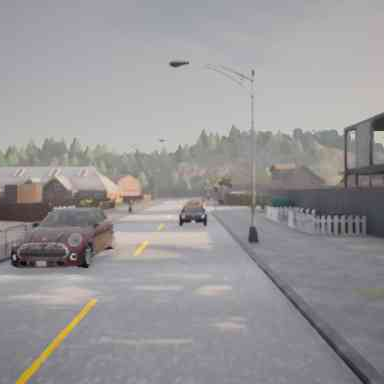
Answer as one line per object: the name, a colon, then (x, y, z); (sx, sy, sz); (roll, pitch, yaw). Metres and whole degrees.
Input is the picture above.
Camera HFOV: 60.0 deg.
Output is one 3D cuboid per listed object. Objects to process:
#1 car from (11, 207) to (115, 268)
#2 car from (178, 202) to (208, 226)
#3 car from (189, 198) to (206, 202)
car: (-4.084, 1.351, 11.279); (2.097, 1.767, 4.553); (0, 0, 0)
car: (0.079, 1.602, 23.308); (1.895, 1.301, 4.718); (0, 0, 0)
car: (0.576, 1.479, 39.717); (1.882, 1.535, 5.008); (0, 0, 8)
